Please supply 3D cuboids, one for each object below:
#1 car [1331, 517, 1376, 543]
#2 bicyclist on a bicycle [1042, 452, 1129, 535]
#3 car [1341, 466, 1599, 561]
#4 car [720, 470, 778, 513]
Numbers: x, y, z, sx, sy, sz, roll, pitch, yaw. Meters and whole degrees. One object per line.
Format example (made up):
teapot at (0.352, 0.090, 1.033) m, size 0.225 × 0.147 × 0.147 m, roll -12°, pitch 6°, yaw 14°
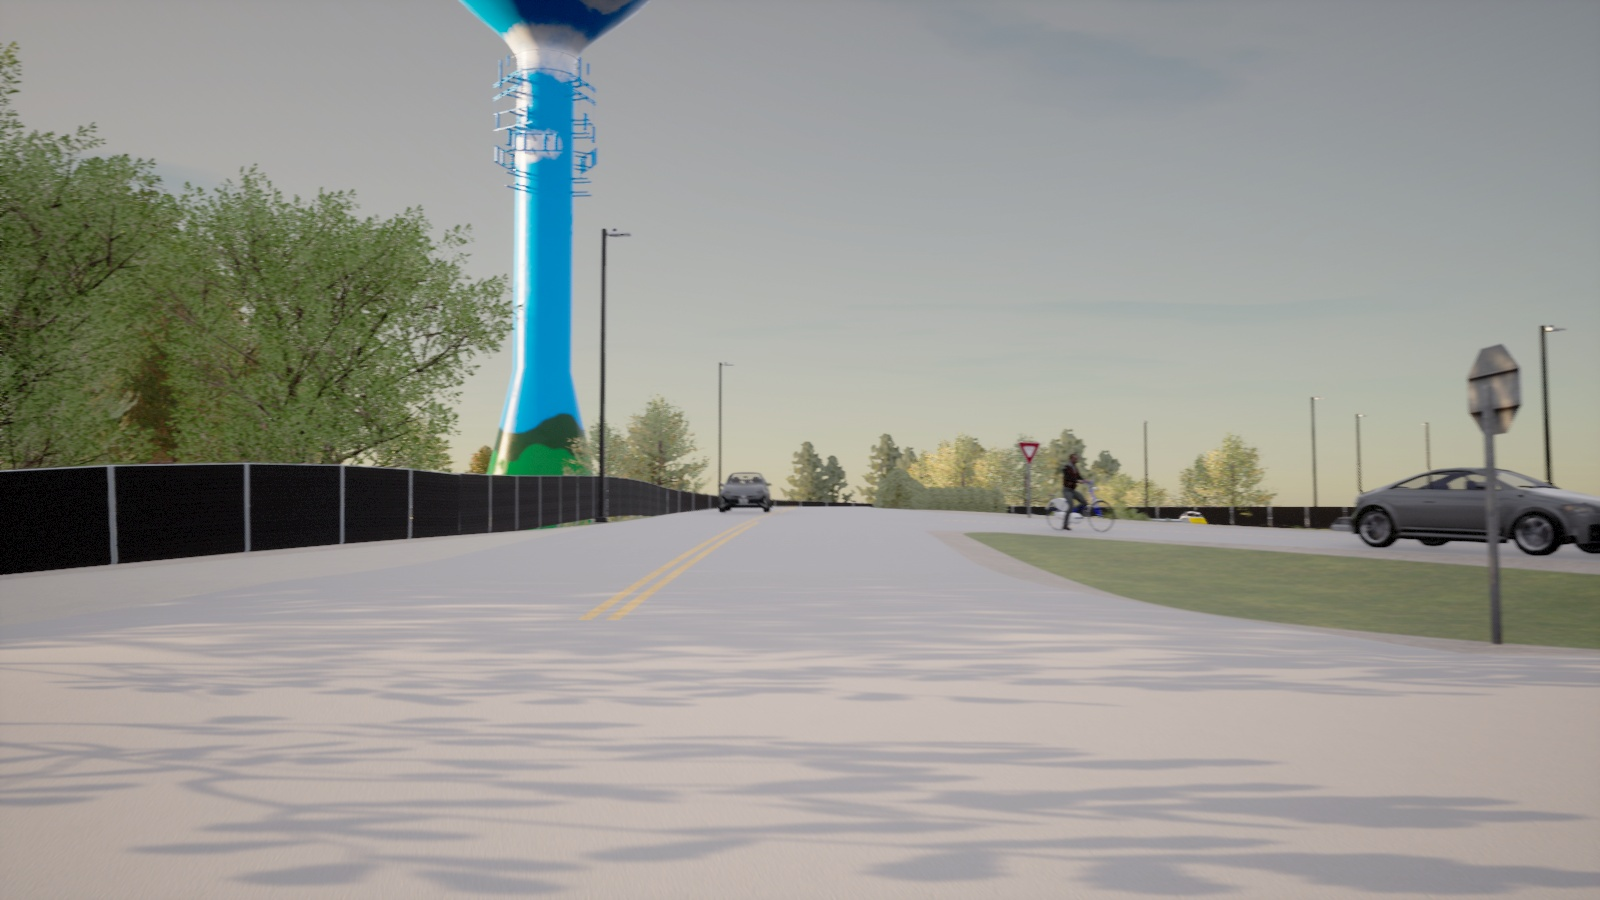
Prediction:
car at (35.248, 5.101, 79.962) m, size 1.789 × 1.549 × 3.705 m, roll -3°, pitch -4°, yaw 37°
bicyclist on a bicycle at (6.321, 0.956, 27.870) m, size 0.659 × 1.776 × 1.843 m, roll 2°, pitch -3°, yaw -41°
car at (11.354, 0.992, 20.547) m, size 1.994 × 1.385 × 4.181 m, roll 2°, pitch -2°, yaw -33°
car at (-1.896, 1.547, 47.615) m, size 2.007 × 1.525 × 4.514 m, roll 0°, pitch -1°, yaw 0°
